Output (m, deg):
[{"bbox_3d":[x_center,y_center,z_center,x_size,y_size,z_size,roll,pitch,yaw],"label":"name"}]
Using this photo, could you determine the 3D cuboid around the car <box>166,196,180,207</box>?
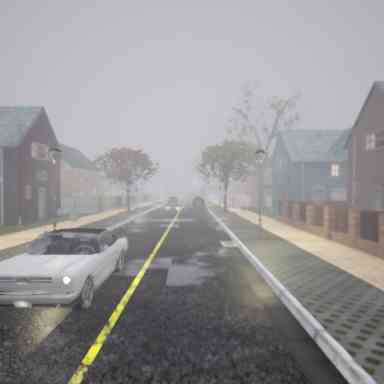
[{"bbox_3d":[-2.817,1.382,50.057,1.837,1.490,4.892,0,1,0],"label":"car"}]

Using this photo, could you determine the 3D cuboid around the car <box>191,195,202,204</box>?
[{"bbox_3d":[0.830,1.383,60.630,1.837,1.490,4.892,0,0,0],"label":"car"}]

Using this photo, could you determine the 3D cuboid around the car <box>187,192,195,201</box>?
[{"bbox_3d":[0.007,1.092,78.952,2.150,2.045,5.566,0,0,0],"label":"car"}]

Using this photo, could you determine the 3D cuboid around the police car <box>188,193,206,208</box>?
[{"bbox_3d":[0.829,1.308,44.737,1.930,1.638,5.238,0,0,0],"label":"police car"}]

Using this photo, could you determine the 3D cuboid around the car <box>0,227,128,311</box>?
[{"bbox_3d":[-2.849,1.569,7.791,1.895,1.301,4.718,0,0,0],"label":"car"}]

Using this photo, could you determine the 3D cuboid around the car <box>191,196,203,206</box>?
[{"bbox_3d":[0.830,1.383,54.629,1.837,1.490,4.892,0,0,0],"label":"car"}]
